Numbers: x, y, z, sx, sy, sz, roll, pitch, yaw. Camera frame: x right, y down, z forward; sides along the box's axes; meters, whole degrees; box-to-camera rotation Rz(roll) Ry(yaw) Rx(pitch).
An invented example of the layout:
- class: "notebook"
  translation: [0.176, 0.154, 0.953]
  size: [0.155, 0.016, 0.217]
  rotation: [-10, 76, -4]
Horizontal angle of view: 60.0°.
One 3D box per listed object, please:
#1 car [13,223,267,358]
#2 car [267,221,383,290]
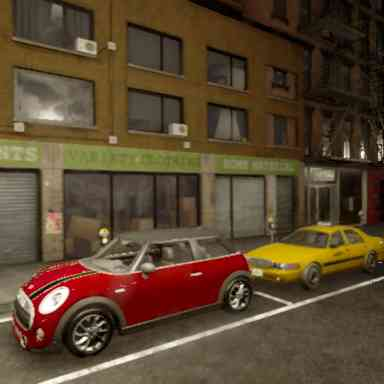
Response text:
- class: "car"
  translation: [-0.874, 1.435, 5.920]
  size: [4.097, 1.590, 1.967]
  rotation: [0, 0, -36]
- class: "car"
  translation: [3.462, 1.512, 9.014]
  size: [4.829, 1.417, 1.752]
  rotation: [0, 0, -36]
